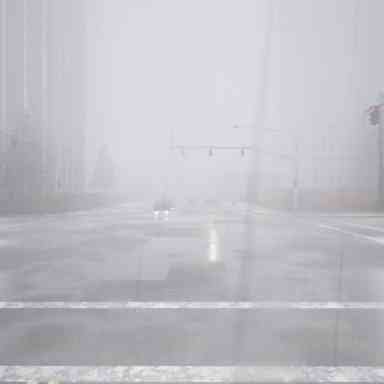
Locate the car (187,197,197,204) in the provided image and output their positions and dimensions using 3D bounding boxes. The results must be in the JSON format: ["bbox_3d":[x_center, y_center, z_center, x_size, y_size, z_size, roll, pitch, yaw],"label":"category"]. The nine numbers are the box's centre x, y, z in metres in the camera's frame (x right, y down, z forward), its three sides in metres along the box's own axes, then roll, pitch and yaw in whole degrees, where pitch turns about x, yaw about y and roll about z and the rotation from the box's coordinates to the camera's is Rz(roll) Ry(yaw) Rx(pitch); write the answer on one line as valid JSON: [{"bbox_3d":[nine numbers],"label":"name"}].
[{"bbox_3d":[0.030,1.564,64.985,1.994,1.385,4.181,0,0,0],"label":"car"}]

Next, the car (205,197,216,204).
[{"bbox_3d":[3.530,1.601,65.014,1.895,1.301,4.718,0,0,0],"label":"car"}]

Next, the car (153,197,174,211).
[{"bbox_3d":[-3.580,1.564,40.787,1.994,1.385,4.181,0,0,0],"label":"car"}]
